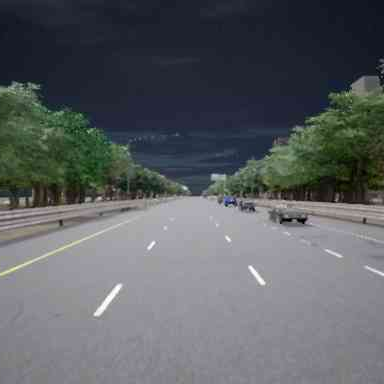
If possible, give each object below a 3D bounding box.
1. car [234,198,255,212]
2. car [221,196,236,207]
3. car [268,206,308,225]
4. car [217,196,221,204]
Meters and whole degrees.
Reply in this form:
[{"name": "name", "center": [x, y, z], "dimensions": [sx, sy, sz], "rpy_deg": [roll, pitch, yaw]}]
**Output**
[{"name": "car", "center": [7.112, 1.789, 43.987], "dimensions": [1.837, 1.490, 4.892], "rpy_deg": [0, -1, 0]}, {"name": "car", "center": [7.226, 1.710, 63.236], "dimensions": [2.150, 2.045, 5.566], "rpy_deg": [0, -1, 0]}, {"name": "car", "center": [7.037, 1.704, 24.961], "dimensions": [1.895, 1.301, 4.718], "rpy_deg": [0, 0, 0]}, {"name": "car", "center": [7.363, 1.900, 80.338], "dimensions": [2.150, 2.045, 5.566], "rpy_deg": [0, -1, 1]}]
